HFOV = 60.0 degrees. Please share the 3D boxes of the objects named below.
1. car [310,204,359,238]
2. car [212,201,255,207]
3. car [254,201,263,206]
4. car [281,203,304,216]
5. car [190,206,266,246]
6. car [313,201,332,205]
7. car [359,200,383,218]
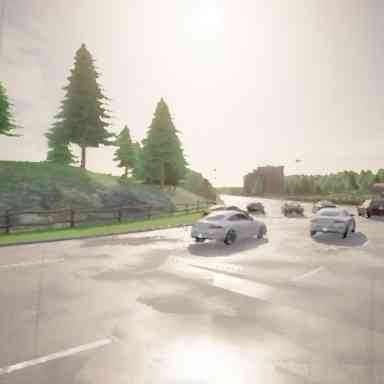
[{"bbox_3d":[7.816,1.609,18.421,1.812,1.442,4.674,0,0,32],"label":"car"},{"bbox_3d":[2.397,1.636,22.854,1.837,1.490,4.892,0,0,31],"label":"car"},{"bbox_3d":[7.604,1.780,40.225,1.994,1.385,4.181,0,0,7],"label":"car"},{"bbox_3d":[10.521,1.775,35.232,1.895,1.301,4.718,0,0,10],"label":"car"},{"bbox_3d":[1.824,1.617,15.890,1.812,1.442,4.674,0,0,40],"label":"car"},{"bbox_3d":[13.925,1.687,35.115,1.812,1.442,4.674,0,0,10],"label":"car"},{"bbox_3d":[16.924,1.477,30.957,2.097,1.767,4.553,0,0,14],"label":"car"}]
